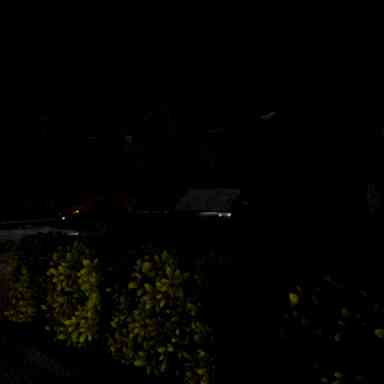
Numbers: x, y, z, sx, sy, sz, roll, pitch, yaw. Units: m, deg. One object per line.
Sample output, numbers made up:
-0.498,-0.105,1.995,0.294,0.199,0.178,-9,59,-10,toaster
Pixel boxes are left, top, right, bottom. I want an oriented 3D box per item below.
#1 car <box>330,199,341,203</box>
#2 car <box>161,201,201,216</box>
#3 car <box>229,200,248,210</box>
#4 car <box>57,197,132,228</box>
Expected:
22.320,1.726,52.414,4.181,1.385,1.994,0,0,-40,car
-0.970,1.667,32.502,1.837,1.490,4.892,0,0,36,car
5.249,1.688,40.537,1.812,1.442,4.674,0,0,40,car
-6.915,1.384,24.294,2.150,2.045,5.566,0,0,36,car
